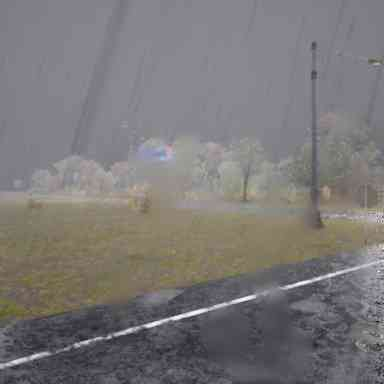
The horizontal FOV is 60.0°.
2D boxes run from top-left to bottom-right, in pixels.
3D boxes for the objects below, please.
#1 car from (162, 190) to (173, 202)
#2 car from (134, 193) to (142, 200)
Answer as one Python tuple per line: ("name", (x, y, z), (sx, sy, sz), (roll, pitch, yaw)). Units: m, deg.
("car", (-5.328, 0.755, 58.202), (2.150, 2.045, 5.566), (-1, 0, -33))
("car", (-10.117, 1.007, 65.334), (2.128, 1.511, 4.902), (-1, 0, -34))
